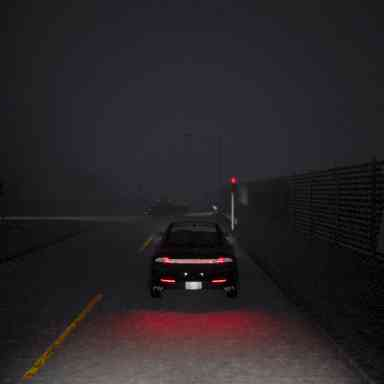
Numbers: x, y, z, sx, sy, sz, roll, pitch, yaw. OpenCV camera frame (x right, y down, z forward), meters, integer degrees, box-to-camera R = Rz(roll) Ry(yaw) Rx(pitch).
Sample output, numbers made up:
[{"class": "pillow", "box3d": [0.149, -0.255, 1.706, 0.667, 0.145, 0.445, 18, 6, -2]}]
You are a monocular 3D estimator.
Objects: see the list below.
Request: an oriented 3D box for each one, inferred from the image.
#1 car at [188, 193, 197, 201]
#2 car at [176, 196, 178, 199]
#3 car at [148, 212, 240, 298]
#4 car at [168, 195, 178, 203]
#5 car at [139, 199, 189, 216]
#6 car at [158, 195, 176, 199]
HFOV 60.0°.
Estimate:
[{"class": "car", "box3d": [0.056, 1.225, 87.465, 2.150, 2.045, 5.566, 0, 0, 0]}, {"class": "car", "box3d": [-4.025, 1.601, 60.703, 1.895, 1.301, 4.718, 0, 0, 0]}, {"class": "car", "box3d": [0.054, 1.492, 8.498, 2.128, 1.511, 4.902, 0, 0, 1]}, {"class": "car", "box3d": [-3.951, 1.478, 71.138, 1.882, 1.535, 5.008, 0, 0, 0]}, {"class": "car", "box3d": [-2.555, 1.601, 31.560, 4.718, 1.301, 1.895, 0, 0, -43]}, {"class": "car", "box3d": [-4.060, 1.352, 51.335, 2.097, 1.767, 4.553, 0, 0, 0]}]
